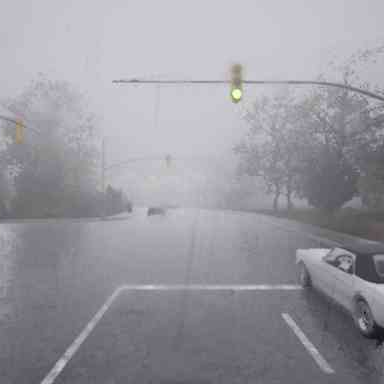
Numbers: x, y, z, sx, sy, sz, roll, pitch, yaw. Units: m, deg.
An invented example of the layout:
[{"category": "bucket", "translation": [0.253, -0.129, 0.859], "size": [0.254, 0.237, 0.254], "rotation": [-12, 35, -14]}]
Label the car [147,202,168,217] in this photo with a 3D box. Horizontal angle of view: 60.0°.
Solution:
[{"category": "car", "translation": [-4.000, 1.969, 38.198], "size": [1.882, 1.535, 5.008], "rotation": [0, -1, -3]}]

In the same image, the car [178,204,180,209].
[{"category": "car", "translation": [-4.392, 3.229, 78.631], "size": [2.128, 1.511, 4.902], "rotation": [0, -2, -22]}]

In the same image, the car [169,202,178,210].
[{"category": "car", "translation": [-4.939, 3.015, 69.374], "size": [1.895, 1.301, 4.718], "rotation": [0, -2, -19]}]

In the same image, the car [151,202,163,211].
[{"category": "car", "translation": [-6.390, 2.623, 59.893], "size": [1.837, 1.490, 4.892], "rotation": [0, -2, -10]}]

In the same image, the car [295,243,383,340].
[{"category": "car", "translation": [3.603, 1.676, 6.615], "size": [1.895, 1.301, 4.718], "rotation": [0, -1, 0]}]
